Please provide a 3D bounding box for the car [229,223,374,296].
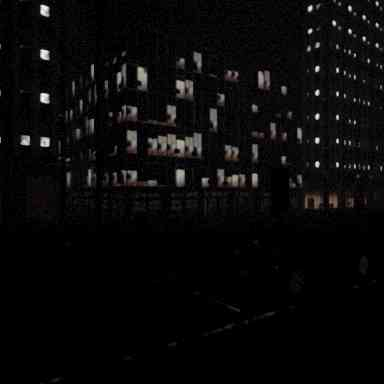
[{"bbox_3d":[2.963,1.544,8.668,4.507,1.381,1.887,0,0,-35],"label":"car"}]
